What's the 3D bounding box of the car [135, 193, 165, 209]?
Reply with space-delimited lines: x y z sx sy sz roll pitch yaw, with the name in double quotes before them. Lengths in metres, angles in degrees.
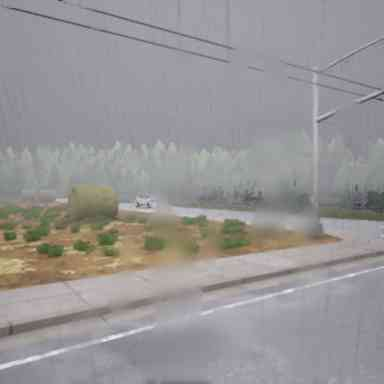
"car" -5.723 1.195 44.721 2.150 2.045 5.566 0 0 -32
